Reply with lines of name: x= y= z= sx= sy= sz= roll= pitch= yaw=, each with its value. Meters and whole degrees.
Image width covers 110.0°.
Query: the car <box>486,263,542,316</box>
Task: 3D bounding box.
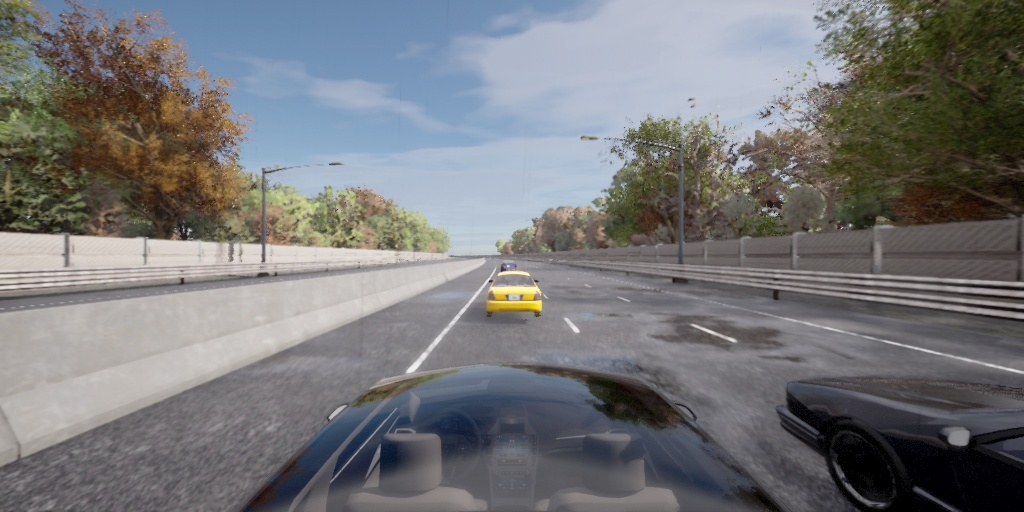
car: x=0.053 y=1.211 z=13.235 sx=1.801 sy=1.575 sz=5.366 roll=0 pitch=0 yaw=0

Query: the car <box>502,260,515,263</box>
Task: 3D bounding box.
car: x=-0.428 y=1.270 z=44.353 sx=2.163 sy=1.488 sz=4.792 roll=0 pitch=0 yaw=-1

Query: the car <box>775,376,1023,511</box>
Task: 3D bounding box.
car: x=3.593 y=1.296 z=1.134 sx=2.033 sy=1.411 sz=5.357 roll=0 pitch=0 yaw=0
